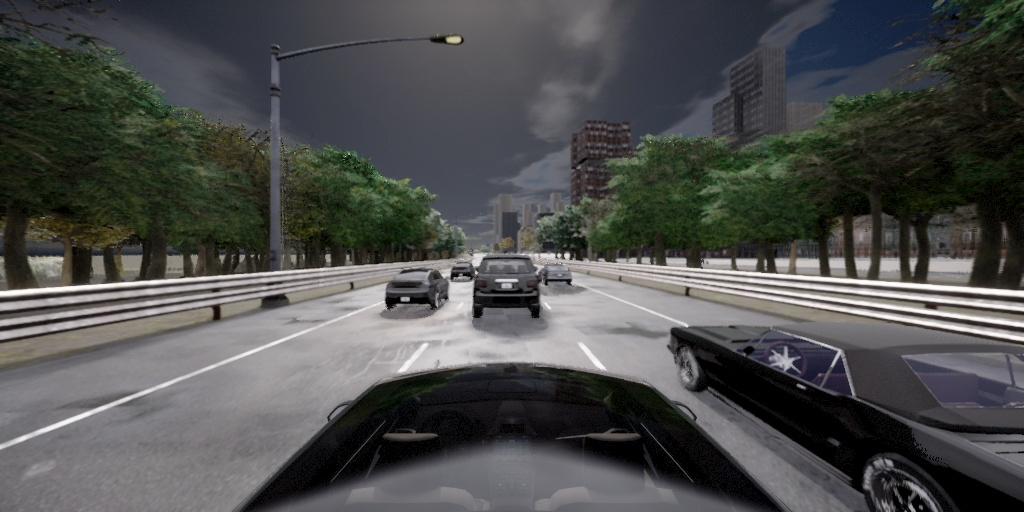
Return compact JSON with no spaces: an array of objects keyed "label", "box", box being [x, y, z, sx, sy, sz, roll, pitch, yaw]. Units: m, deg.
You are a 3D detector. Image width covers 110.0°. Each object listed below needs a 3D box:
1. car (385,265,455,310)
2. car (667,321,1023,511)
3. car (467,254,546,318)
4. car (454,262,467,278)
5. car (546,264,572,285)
[{"label":"car","box":[-3.744,1.255,14.832,1.837,1.490,4.892,0,0,-1]},{"label":"car","box":[3.480,1.345,3.739,1.895,1.301,4.718,0,0,-1]},{"label":"car","box":[-0.195,0.967,13.196,2.150,2.045,5.566,0,0,-1]},{"label":"car","box":[-4.175,1.250,31.194,1.837,1.490,4.892,0,0,-2]},{"label":"car","box":[2.994,1.283,25.540,2.033,1.411,5.357,0,0,-2]}]
